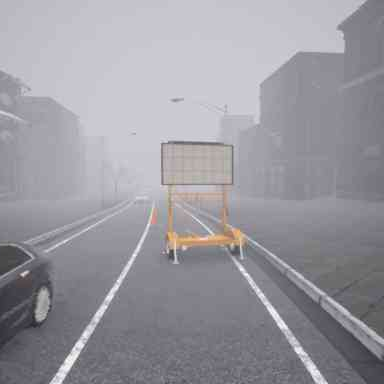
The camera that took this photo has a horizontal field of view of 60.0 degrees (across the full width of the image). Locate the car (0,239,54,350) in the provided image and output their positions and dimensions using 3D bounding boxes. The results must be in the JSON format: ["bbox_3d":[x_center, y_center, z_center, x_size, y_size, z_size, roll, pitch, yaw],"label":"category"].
[{"bbox_3d":[-3.218,1.412,3.806,1.837,1.490,4.892,0,2,-1],"label":"car"}]

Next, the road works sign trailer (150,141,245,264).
[{"bbox_3d":[0.141,0.174,10.847,2.380,3.560,2.880,-1,1,-16],"label":"road works sign trailer"}]

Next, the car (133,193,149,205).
[{"bbox_3d":[-6.771,0.890,44.645,1.812,1.442,4.674,0,1,-6],"label":"car"}]

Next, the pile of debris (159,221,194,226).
[{"bbox_3d":[-0.892,1.742,18.475,1.860,0.140,1.500,0,1,-5],"label":"pile of debris"}]

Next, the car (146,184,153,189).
[{"bbox_3d":[-11.592,-1.544,90.716,1.994,1.385,4.181,0,4,-6],"label":"car"}]
